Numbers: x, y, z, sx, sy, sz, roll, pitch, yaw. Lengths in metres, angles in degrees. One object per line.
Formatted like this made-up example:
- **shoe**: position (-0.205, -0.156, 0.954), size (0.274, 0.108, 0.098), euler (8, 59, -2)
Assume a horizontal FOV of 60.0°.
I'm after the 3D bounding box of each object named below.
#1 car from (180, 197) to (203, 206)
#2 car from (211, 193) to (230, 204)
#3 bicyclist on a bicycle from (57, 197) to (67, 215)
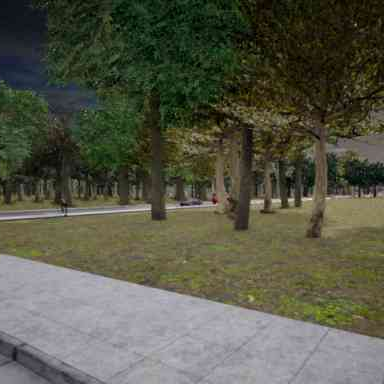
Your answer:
- **car**: position (-0.038, 1.533, 51.913), size (1.994, 1.385, 4.181), euler (0, 0, 36)
- **car**: position (5.647, 1.188, 59.926), size (2.150, 2.045, 5.566), euler (0, 0, 36)
- **bicyclist on a bicycle**: position (-11.864, 1.290, 30.360), size (1.656, 1.620, 0.582), euler (0, 0, 36)
